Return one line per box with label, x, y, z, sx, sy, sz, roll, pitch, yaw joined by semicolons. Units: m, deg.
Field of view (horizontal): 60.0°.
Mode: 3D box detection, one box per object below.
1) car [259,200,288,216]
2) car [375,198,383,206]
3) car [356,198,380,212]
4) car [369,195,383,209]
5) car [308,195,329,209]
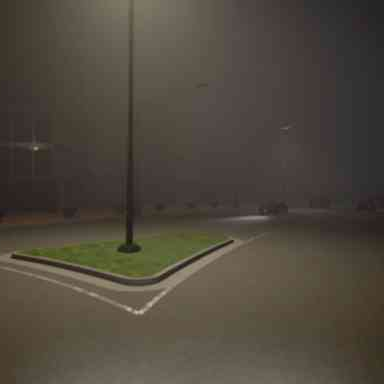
car;8.662;1.629;35.190;2.128;1.511;4.902;0;0;34
car;35.415;1.832;62.085;1.895;1.301;4.718;0;0;34
car;22.230;1.808;42.411;2.033;1.411;5.357;0;0;34
car;29.595;1.562;53.477;2.150;2.045;5.566;0;0;34
car;19.568;1.479;51.248;2.150;2.045;5.566;0;0;34
